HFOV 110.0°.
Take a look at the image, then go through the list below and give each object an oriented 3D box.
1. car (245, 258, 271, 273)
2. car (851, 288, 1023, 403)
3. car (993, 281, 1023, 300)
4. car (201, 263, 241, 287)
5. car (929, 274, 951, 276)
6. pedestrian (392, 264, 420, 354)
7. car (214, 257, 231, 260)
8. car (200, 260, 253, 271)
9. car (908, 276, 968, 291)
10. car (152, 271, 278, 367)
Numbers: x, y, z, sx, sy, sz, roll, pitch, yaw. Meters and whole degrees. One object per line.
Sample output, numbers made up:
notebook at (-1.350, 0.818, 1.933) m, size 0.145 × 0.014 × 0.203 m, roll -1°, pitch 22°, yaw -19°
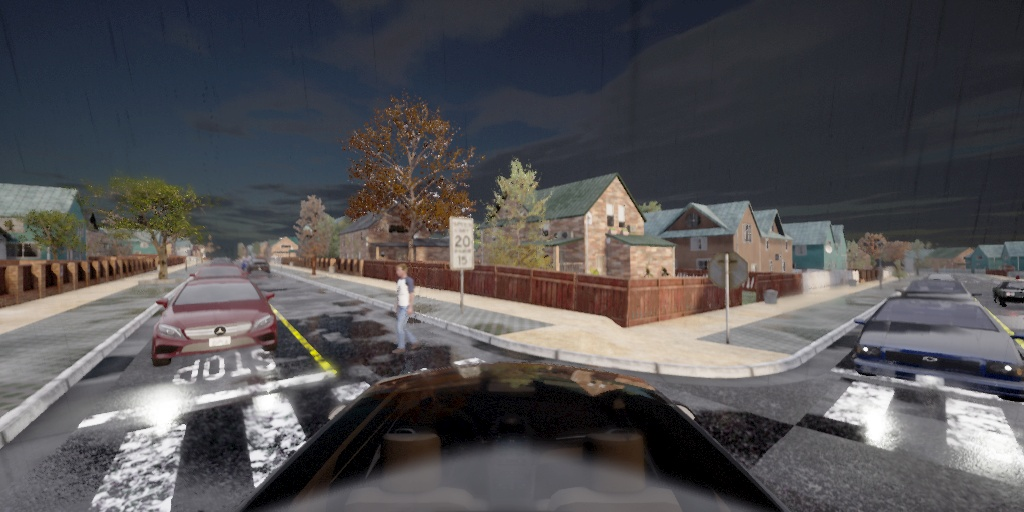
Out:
car at (-26.268, 1.078, 37.094) m, size 1.837 × 1.490 × 4.892 m, roll 0°, pitch 0°, yaw -39°
car at (8.327, 1.535, 7.103) m, size 5.357 × 1.411 × 2.033 m, roll 2°, pitch -2°, yaw -40°
car at (27.287, 2.001, 19.103) m, size 4.718 × 1.301 × 1.895 m, roll 2°, pitch -2°, yaw -40°
car at (-19.758, 1.188, 24.385) m, size 1.994 × 1.385 × 4.181 m, roll 0°, pitch 0°, yaw -39°
car at (37.870, 2.304, 31.686) m, size 4.674 × 1.442 × 1.812 m, roll 2°, pitch -2°, yaw -40°
pedestrian at (-2.181, 1.016, 7.293) m, size 0.375 × 1.860 × 0.375 m, roll 1°, pitch -2°, yaw -39°
car at (-29.348, 0.880, 36.369) m, size 1.837 × 1.490 × 4.892 m, roll 0°, pitch 0°, yaw -39°
car at (-13.183, 1.143, 16.250) m, size 1.882 × 1.535 × 5.008 m, roll 0°, pitch 0°, yaw -39°
car at (16.516, 1.702, 13.953) m, size 4.902 × 1.511 × 2.128 m, roll 2°, pitch -2°, yaw -40°
car at (-6.610, 1.237, 8.129) m, size 1.812 × 1.442 × 4.674 m, roll 0°, pitch 0°, yaw -39°
